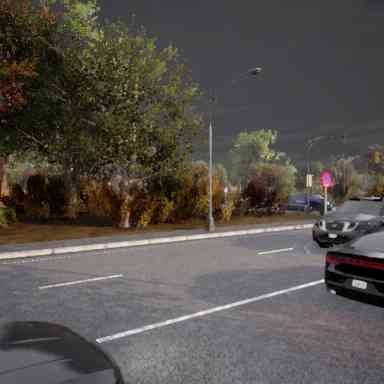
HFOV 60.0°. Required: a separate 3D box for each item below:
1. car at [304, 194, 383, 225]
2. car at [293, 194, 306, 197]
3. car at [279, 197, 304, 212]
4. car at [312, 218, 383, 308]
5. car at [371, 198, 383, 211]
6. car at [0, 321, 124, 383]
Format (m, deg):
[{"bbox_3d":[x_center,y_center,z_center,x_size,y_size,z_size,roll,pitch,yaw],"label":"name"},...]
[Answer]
[{"bbox_3d":[7.279,1.218,13.530,5.566,2.045,2.150,0,0,-36],"label":"car"},{"bbox_3d":[14.638,1.214,40.637,2.150,2.045,5.566,0,0,-31],"label":"car"},{"bbox_3d":[12.038,1.557,38.165,1.994,1.385,4.181,0,0,-32],"label":"car"},{"bbox_3d":[4.966,1.476,7.315,5.008,1.535,1.882,0,0,-36],"label":"car"},{"bbox_3d":[24.020,1.497,39.143,1.837,1.490,4.892,-4,3,-43],"label":"car"},{"bbox_3d":[-2.749,1.505,1.776,4.892,1.490,1.837,0,0,-36],"label":"car"}]
